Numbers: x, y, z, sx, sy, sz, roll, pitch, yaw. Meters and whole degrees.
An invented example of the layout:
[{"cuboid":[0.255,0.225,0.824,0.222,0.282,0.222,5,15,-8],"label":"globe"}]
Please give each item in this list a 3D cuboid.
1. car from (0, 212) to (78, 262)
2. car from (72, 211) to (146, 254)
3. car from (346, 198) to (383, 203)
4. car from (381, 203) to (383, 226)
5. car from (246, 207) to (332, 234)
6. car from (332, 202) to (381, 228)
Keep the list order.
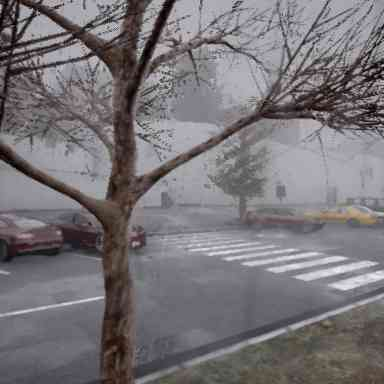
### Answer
[{"cuboid":[-6.504,1.511,11.939,4.674,1.452,2.002,0,-1,34],"label":"car"},{"cuboid":[-4.035,1.534,13.675,4.792,1.488,2.163,0,-1,34],"label":"car"},{"cuboid":[15.520,1.508,27.629,5.566,2.045,2.435,0,-1,35],"label":"car"},{"cuboid":[13.044,1.772,25.897,4.674,1.452,2.002,0,-1,34],"label":"car"},{"cuboid":[5.738,1.669,20.647,4.792,1.488,2.163,0,-1,34],"label":"car"},{"cuboid":[10.445,1.702,24.248,5.366,1.575,1.946,0,-1,35],"label":"car"}]
